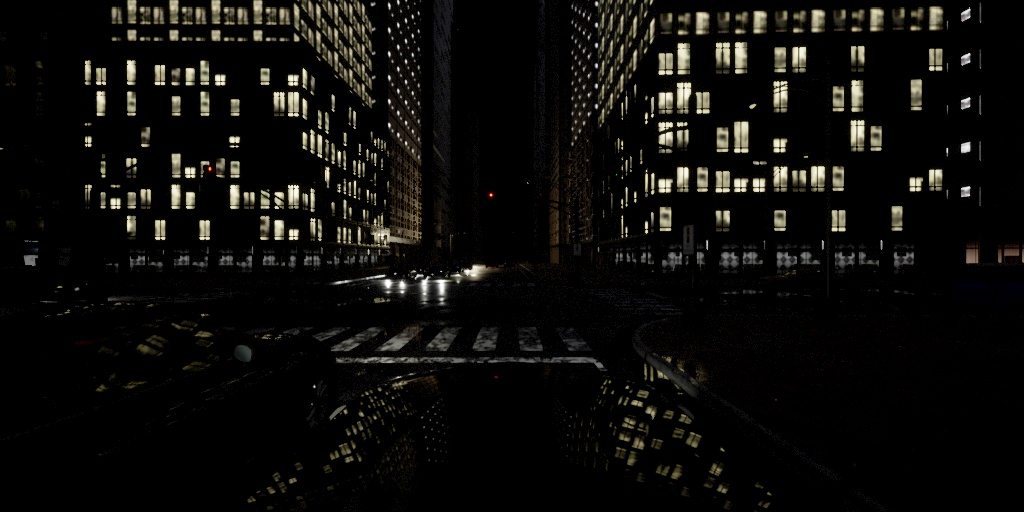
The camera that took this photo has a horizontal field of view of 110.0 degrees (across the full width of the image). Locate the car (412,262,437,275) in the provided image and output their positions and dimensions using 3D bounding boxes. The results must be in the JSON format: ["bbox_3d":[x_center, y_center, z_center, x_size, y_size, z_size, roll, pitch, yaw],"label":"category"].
[{"bbox_3d":[-10.097,1.360,41.690,1.994,1.385,4.181,0,0,0],"label":"car"}]

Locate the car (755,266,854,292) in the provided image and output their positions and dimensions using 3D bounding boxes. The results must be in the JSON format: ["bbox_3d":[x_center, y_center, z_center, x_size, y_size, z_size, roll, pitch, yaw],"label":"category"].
[{"bbox_3d":[16.966,1.293,20.923,4.829,1.417,1.751,0,0,2],"label":"car"}]

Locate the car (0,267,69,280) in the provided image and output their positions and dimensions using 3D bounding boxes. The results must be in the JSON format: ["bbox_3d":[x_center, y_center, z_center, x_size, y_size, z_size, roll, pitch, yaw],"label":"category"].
[{"bbox_3d":[-22.308,1.262,16.376,4.892,1.490,1.837,0,0,0],"label":"car"}]

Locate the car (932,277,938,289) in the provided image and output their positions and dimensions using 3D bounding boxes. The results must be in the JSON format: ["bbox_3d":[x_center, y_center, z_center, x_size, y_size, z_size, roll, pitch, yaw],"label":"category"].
[{"bbox_3d":[26.803,1.357,20.502,4.207,1.307,1.802,0,0,2],"label":"car"}]

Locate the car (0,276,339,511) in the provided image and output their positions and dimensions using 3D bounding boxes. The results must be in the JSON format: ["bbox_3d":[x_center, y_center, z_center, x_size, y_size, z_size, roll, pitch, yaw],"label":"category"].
[{"bbox_3d":[-3.155,1.102,2.543,2.097,1.767,4.553,0,0,0],"label":"car"}]

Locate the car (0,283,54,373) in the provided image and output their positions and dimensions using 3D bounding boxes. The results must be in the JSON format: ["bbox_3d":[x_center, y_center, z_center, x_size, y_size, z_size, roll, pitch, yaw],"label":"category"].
[{"bbox_3d":[-9.711,1.255,4.420,1.837,1.490,4.892,0,0,1],"label":"car"}]

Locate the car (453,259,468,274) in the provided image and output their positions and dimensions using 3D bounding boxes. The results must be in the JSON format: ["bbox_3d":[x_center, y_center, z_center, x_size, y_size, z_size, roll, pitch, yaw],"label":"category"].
[{"bbox_3d":[-6.861,1.277,42.811,1.882,1.535,5.008,0,0,0],"label":"car"}]

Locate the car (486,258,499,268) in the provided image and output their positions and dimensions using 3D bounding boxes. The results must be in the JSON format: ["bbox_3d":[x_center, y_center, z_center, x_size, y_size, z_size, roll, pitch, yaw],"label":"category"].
[{"bbox_3d":[-3.540,1.213,63.634,2.097,1.767,4.553,0,0,-1],"label":"car"}]

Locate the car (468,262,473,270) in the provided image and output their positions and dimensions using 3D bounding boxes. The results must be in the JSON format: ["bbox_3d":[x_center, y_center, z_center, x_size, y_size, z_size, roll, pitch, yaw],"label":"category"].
[{"bbox_3d":[-6.912,1.389,52.790,1.994,1.385,4.181,0,0,0],"label":"car"}]

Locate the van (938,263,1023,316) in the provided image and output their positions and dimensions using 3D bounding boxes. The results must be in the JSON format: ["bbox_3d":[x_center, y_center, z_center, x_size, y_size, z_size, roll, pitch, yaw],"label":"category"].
[{"bbox_3d":[18.289,1.119,12.760,3.998,1.789,1.690,0,0,2],"label":"van"}]

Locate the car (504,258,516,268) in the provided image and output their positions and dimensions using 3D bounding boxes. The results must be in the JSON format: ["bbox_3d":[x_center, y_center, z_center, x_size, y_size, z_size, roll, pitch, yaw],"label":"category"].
[{"bbox_3d":[-0.396,1.426,63.814,1.994,1.385,4.181,0,0,0],"label":"car"}]

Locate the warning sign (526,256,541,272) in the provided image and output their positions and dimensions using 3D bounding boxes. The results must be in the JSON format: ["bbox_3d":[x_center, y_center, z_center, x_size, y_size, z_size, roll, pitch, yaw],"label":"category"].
[{"bbox_3d":[2.601,0.910,40.818,1.300,1.860,1.060,0,0,0],"label":"warning sign"}]

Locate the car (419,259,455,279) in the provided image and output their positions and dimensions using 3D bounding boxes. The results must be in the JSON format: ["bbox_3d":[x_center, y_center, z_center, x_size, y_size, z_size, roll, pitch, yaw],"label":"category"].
[{"bbox_3d":[-6.797,1.305,32.938,1.812,1.442,4.674,0,0,0],"label":"car"}]

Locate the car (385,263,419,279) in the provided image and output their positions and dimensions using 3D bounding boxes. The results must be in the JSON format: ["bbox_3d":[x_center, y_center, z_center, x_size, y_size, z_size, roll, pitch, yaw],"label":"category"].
[{"bbox_3d":[-10.048,1.343,32.782,1.994,1.385,4.181,0,0,0],"label":"car"}]
